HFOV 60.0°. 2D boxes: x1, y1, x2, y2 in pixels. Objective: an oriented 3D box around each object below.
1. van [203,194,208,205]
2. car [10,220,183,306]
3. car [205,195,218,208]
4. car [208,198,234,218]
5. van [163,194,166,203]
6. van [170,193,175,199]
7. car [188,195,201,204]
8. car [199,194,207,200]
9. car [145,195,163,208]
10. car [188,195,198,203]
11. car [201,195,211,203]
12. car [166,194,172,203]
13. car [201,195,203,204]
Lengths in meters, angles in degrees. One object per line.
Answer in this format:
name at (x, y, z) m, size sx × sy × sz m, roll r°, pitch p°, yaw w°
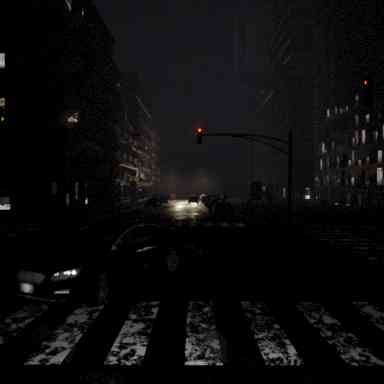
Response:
van at (2.778, 1.295, 46.918) m, size 1.690 × 1.788 × 3.998 m, roll -1°, pitch 0°, yaw 0°
car at (-1.956, 1.488, 8.280) m, size 2.128 × 1.511 × 4.902 m, roll -1°, pitch 0°, yaw 26°
car at (2.746, 1.410, 35.626) m, size 1.967 × 1.590 × 4.097 m, roll -1°, pitch 0°, yaw 0°
car at (2.731, 1.522, 29.981) m, size 1.887 × 1.381 × 4.507 m, roll -1°, pitch 0°, yaw 0°
van at (-5.553, 1.287, 52.555) m, size 1.690 × 1.788 × 3.998 m, roll -1°, pitch 0°, yaw 0°
van at (-5.487, 1.242, 75.141) m, size 1.690 × 1.788 × 3.998 m, roll -1°, pitch 0°, yaw 0°
car at (0.276, 1.435, 60.899) m, size 1.837 × 1.490 × 4.892 m, roll 0°, pitch 0°, yaw 0°
car at (2.932, 1.313, 86.439) m, size 1.967 × 1.590 × 4.097 m, roll -1°, pitch 0°, yaw 0°
car at (-5.566, 1.520, 46.910) m, size 1.947 × 1.339 × 4.313 m, roll -1°, pitch 0°, yaw 0°
car at (0.231, 1.427, 71.100) m, size 2.128 × 1.511 × 4.902 m, roll 0°, pitch 0°, yaw 0°
car at (2.852, 1.353, 69.501) m, size 1.967 × 1.590 × 4.097 m, roll -1°, pitch 0°, yaw 0°
car at (-5.517, 1.470, 63.847) m, size 1.887 × 1.381 × 4.507 m, roll -1°, pitch 0°, yaw 0°
car at (2.797, 1.490, 52.564) m, size 1.887 × 1.381 × 4.507 m, roll -1°, pitch 0°, yaw 0°
